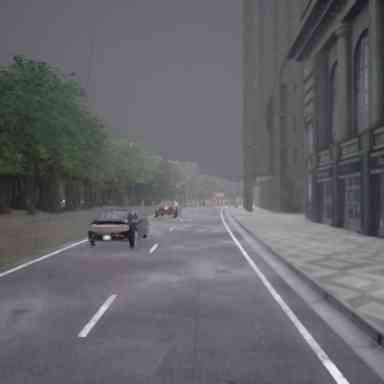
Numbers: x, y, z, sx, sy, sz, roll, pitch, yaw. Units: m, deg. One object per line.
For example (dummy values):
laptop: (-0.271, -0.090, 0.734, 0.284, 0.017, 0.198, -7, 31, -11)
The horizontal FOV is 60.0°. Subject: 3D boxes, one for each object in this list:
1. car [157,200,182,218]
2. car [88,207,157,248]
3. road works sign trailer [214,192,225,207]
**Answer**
car: (-2.213, 1.525, 32.531, 2.097, 1.767, 4.553, 0, -1, 4)
car: (-3.109, 1.505, 14.877, 2.128, 1.511, 4.902, 0, 0, 2)
road works sign trailer: (6.320, 1.761, 76.851, 2.380, 3.560, 2.880, 0, -2, 4)
